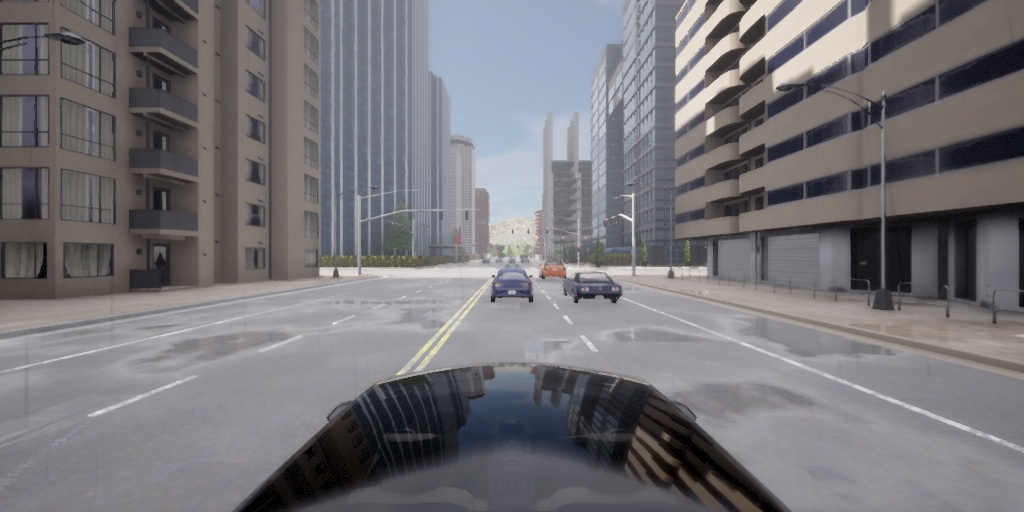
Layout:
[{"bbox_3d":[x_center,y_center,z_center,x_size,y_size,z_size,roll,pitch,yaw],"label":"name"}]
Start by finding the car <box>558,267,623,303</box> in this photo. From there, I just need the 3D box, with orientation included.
[{"bbox_3d":[3.500,1.364,16.530,1.895,1.301,4.718,0,0,0],"label":"car"}]

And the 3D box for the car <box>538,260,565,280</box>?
[{"bbox_3d":[3.500,1.114,31.470,2.097,1.767,4.553,0,0,0],"label":"car"}]

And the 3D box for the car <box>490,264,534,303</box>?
[{"bbox_3d":[0.000,1.281,16.500,1.812,1.442,4.674,0,0,0],"label":"car"}]

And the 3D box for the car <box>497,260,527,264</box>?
[{"bbox_3d":[0.000,1.311,31.500,2.033,1.411,5.357,0,0,0],"label":"car"}]
